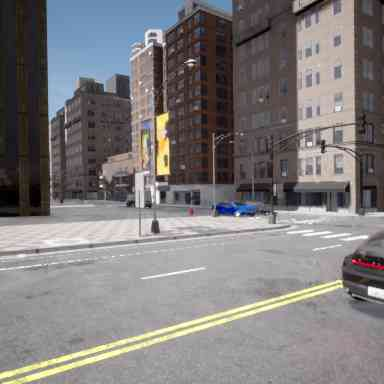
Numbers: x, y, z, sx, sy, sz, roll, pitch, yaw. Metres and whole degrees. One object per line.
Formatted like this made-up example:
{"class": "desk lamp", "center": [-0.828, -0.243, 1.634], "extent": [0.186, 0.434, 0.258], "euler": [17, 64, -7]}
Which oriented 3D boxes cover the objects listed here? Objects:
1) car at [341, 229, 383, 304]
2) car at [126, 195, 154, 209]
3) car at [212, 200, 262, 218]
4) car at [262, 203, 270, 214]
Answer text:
{"class": "car", "center": [5.137, 1.502, 7.105], "extent": [4.892, 1.490, 1.837], "euler": [1, 0, -36]}
{"class": "car", "center": [-7.718, 1.391, 48.637], "extent": [2.150, 2.045, 5.566], "euler": [-1, 0, -35]}
{"class": "car", "center": [3.996, 1.577, 31.985], "extent": [1.882, 1.535, 5.008], "euler": [-1, 1, -34]}
{"class": "car", "center": [5.922, 1.596, 34.839], "extent": [2.033, 1.411, 5.357], "euler": [-1, 0, -35]}
